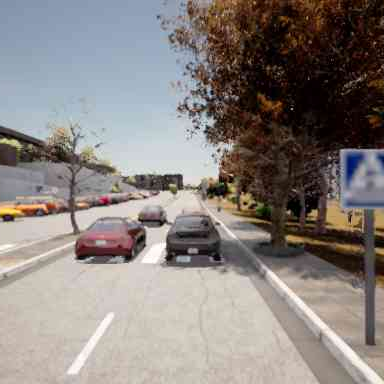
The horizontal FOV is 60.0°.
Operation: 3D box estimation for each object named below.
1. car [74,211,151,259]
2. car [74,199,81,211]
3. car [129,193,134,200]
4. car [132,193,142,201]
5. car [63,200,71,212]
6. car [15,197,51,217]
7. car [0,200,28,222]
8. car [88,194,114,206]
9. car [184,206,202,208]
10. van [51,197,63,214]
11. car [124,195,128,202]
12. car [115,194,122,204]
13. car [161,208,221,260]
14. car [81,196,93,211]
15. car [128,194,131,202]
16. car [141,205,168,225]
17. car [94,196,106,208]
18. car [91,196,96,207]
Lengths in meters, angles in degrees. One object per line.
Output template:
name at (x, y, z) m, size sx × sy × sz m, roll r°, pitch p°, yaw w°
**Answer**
car at (-2.944, 1.627, 12.829) m, size 1.994 × 1.385 × 4.181 m, roll 0°, pitch 0°, yaw 0°
car at (-16.881, 1.805, 42.033) m, size 4.792 × 1.488 × 2.163 m, roll -1°, pitch 0°, yaw -20°
car at (-16.793, 1.675, 77.889) m, size 4.792 × 1.488 × 2.163 m, roll -1°, pitch 0°, yaw -20°
car at (-16.781, 1.611, 89.894) m, size 4.792 × 1.488 × 2.163 m, roll -1°, pitch 0°, yaw -20°
car at (-16.853, 1.801, 39.061) m, size 4.674 × 1.452 × 2.002 m, roll -1°, pitch 0°, yaw -20°
car at (-16.837, 1.600, 33.102) m, size 4.553 × 1.767 × 2.185 m, roll -1°, pitch 0°, yaw -20°
car at (-16.696, 1.670, 27.191) m, size 5.366 × 1.575 × 1.946 m, roll -1°, pitch -1°, yaw -20°
car at (-16.870, 1.507, 56.957) m, size 5.566 × 2.045 × 2.435 m, roll -1°, pitch 0°, yaw -20°
car at (0.052, 1.782, 27.036) m, size 1.895 × 1.301 × 4.718 m, roll 0°, pitch -1°, yaw 1°
van at (-16.756, 1.521, 36.130) m, size 4.442 × 1.987 × 1.878 m, roll -1°, pitch -1°, yaw -20°
car at (-16.797, 1.552, 71.897) m, size 4.553 × 1.767 × 2.185 m, roll -1°, pitch 1°, yaw -20°
car at (-16.812, 1.475, 62.953) m, size 5.566 × 2.045 × 2.435 m, roll -1°, pitch 0°, yaw -20°
car at (0.052, 1.567, 12.658) m, size 1.837 × 1.490 × 4.892 m, roll 0°, pitch 0°, yaw 0°
car at (-16.680, 1.773, 45.102) m, size 5.366 × 1.575 × 1.946 m, roll -1°, pitch 0°, yaw -20°
car at (-16.817, 1.702, 74.870) m, size 4.674 × 1.452 × 2.002 m, roll -1°, pitch 1°, yaw -20°
car at (-2.962, 1.714, 25.480) m, size 2.033 × 1.411 × 5.357 m, roll 0°, pitch -1°, yaw 1°
car at (-16.839, 1.808, 53.987) m, size 4.674 × 1.452 × 2.002 m, roll -1°, pitch 0°, yaw -20°
car at (-16.822, 1.809, 48.030) m, size 4.792 × 1.488 × 2.163 m, roll -1°, pitch 0°, yaw -20°
